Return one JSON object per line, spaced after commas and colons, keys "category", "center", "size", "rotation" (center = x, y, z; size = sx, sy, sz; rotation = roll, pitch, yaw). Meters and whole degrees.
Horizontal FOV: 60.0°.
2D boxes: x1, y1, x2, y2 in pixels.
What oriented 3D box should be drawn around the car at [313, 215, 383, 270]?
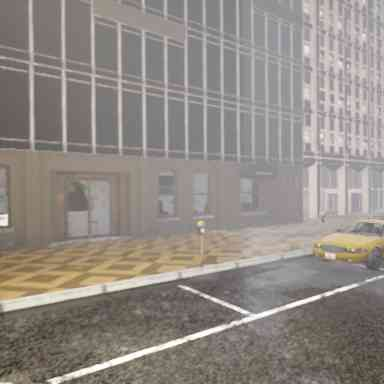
{"category": "car", "center": [5.849, 1.464, 10.760], "size": [4.829, 1.417, 1.752], "rotation": [0, 0, -36]}
